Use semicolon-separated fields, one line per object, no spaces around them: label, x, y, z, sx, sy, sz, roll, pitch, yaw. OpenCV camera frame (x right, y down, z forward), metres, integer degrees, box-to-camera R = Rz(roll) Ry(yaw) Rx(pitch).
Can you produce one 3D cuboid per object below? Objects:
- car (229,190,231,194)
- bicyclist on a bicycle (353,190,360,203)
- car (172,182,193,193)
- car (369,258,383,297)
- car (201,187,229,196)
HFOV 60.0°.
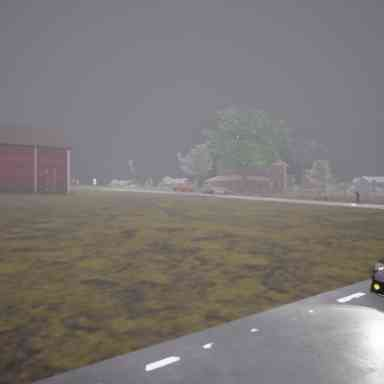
car;4.953;-0.169;59.440;1.812;1.442;4.674;0;2;-35
bicyclist on a bicycle;20.998;0.604;42.343;1.656;1.620;0.582;0;2;-36
car;-1.954;-0.963;69.028;2.150;2.045;5.566;0;2;-36
car;5.647;1.544;7.093;4.181;1.385;1.994;0;0;-35
car;3.502;-0.150;56.577;2.128;1.511;4.902;0;2;-35
